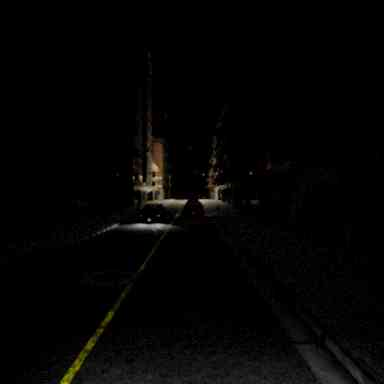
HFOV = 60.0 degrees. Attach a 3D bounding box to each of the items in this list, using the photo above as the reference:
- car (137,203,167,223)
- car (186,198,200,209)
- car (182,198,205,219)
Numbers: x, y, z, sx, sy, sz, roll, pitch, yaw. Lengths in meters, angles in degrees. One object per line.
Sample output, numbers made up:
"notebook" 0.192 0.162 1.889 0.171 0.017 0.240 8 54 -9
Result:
"car" -3.002 1.593 26.155 2.033 1.411 5.357 0 0 0
"car" 0.131 1.617 46.683 1.812 1.442 4.674 0 0 0
"car" 0.117 1.531 29.435 1.882 1.535 5.008 0 0 0
